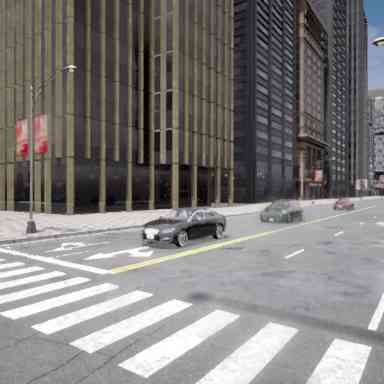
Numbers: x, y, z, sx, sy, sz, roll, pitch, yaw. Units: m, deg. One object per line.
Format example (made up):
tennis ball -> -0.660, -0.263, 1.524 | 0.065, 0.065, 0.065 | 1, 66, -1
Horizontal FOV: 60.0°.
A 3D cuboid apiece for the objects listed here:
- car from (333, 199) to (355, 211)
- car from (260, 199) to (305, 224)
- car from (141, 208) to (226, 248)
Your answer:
car -> 19.372, 1.569, 42.363 | 1.812, 1.442, 4.674 | 0, 0, 36
car -> 6.833, 1.370, 25.005 | 2.097, 1.767, 4.553 | 0, 0, 36
car -> -0.224, 1.496, 15.152 | 2.128, 1.511, 4.902 | 0, 0, 36
